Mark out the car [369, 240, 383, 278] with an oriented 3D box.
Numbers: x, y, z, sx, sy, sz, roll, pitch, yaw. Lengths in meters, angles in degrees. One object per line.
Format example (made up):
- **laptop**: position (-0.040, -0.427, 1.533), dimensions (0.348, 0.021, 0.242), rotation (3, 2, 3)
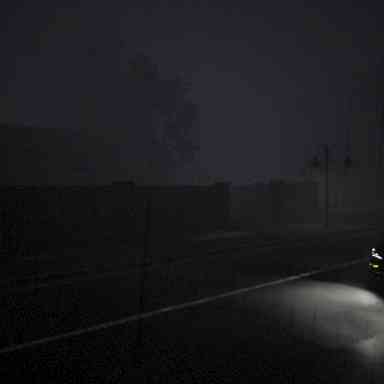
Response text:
- **car**: position (6.446, 1.394, 8.500), dimensions (4.892, 1.490, 1.837), rotation (0, 0, -35)
